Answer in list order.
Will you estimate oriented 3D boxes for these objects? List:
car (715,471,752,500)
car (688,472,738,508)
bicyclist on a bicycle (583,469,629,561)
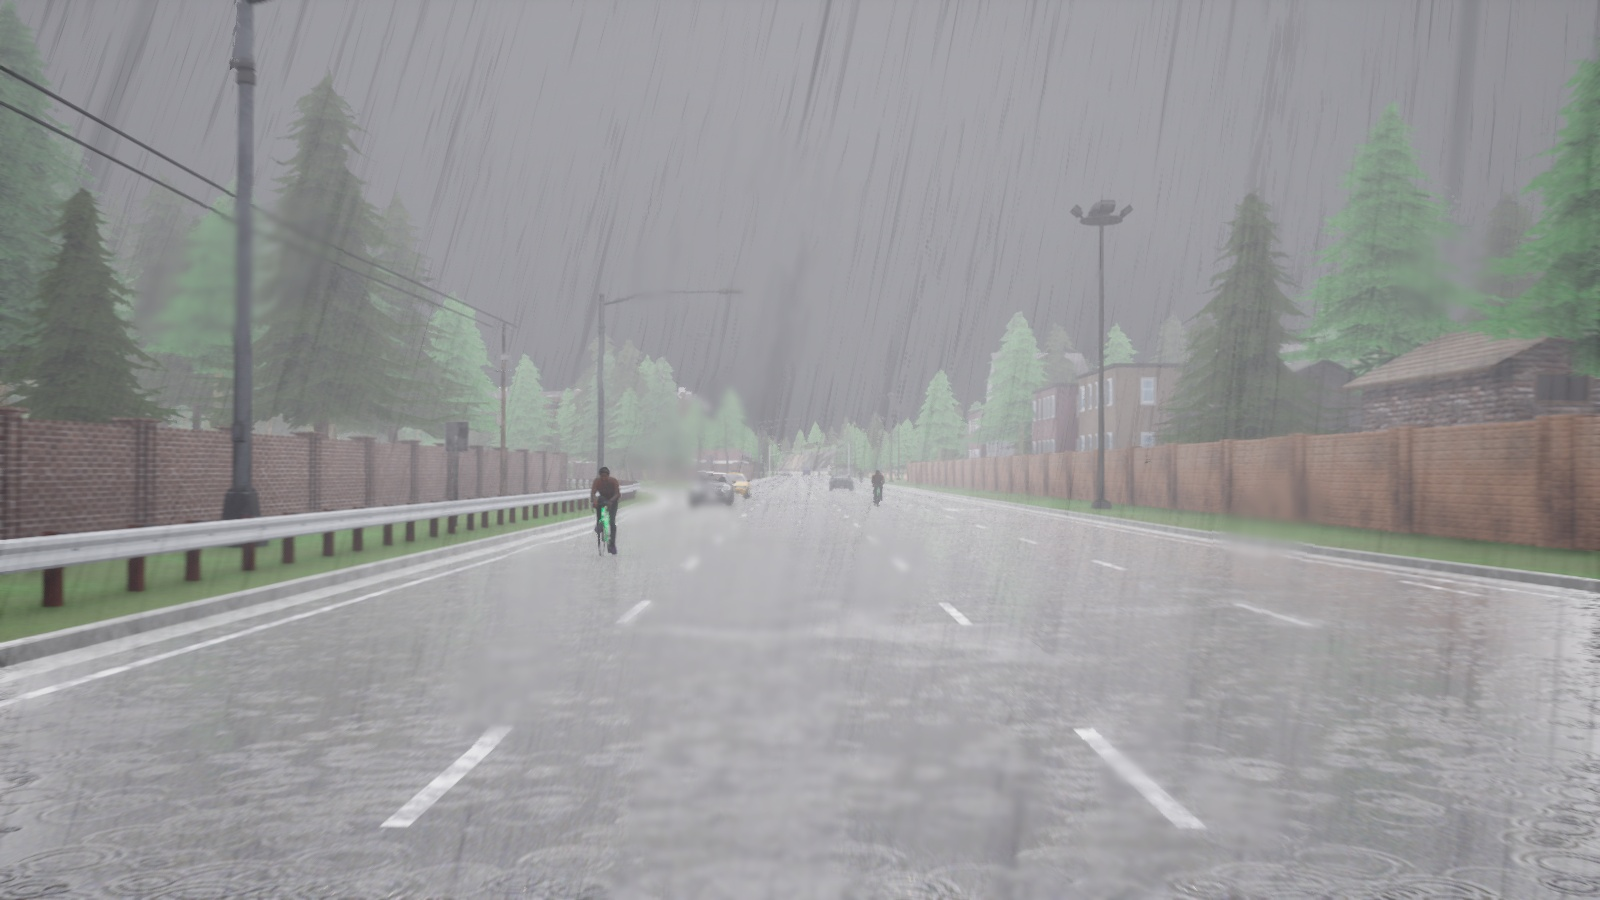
[{"bbox_3d":[-3.671,1.938,70.129,1.801,1.575,5.366,0,-1,0],"label":"car"},{"bbox_3d":[-3.678,1.692,53.787,1.970,1.475,3.806,0,-1,-1],"label":"car"},{"bbox_3d":[-3.557,1.167,23.108,0.582,1.620,1.656,0,-1,0],"label":"bicyclist on a bicycle"}]
